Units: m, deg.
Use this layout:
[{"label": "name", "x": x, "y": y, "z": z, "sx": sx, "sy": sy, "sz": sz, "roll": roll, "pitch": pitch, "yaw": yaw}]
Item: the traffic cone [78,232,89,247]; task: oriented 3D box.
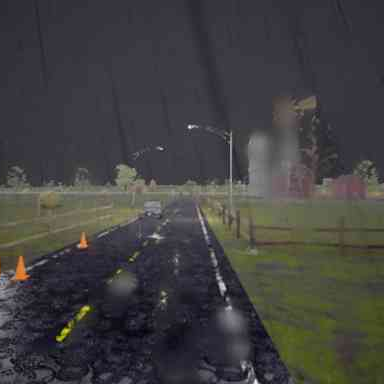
[{"label": "traffic cone", "x": -4.492, "y": 1.959, "z": 13.763, "sx": 0.340, "sy": 0.580, "sz": 0.340, "roll": 0, "pitch": 0, "yaw": 0}]

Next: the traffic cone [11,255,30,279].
[{"label": "traffic cone", "x": -4.505, "y": 1.958, "z": 8.762, "sx": 0.340, "sy": 0.580, "sz": 0.340, "roll": 0, "pitch": 0, "yaw": 0}]

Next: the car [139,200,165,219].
[{"label": "car", "x": -3.354, "y": 1.522, "z": 28.758, "sx": 1.837, "sy": 1.490, "sz": 4.892, "roll": 0, "pitch": 0, "yaw": 0}]
